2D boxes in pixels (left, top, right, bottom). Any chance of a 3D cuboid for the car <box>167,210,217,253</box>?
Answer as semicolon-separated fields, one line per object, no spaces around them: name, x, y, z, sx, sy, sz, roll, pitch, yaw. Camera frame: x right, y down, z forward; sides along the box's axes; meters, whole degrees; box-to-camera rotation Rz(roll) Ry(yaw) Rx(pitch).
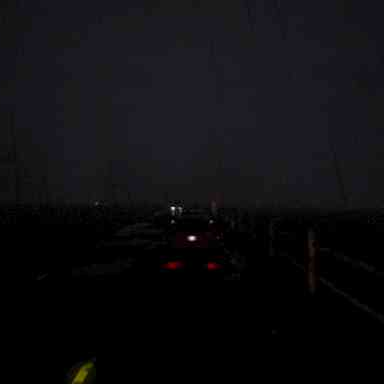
car;0.004;1.700;14.308;1.994;1.385;4.181;0;-1;0

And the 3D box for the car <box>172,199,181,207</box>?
car;-2.758;2.171;64.677;1.837;1.490;4.892;0;-1;0

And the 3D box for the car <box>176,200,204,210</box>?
car;0.003;1.775;29.314;2.128;1.511;4.902;0;0;0

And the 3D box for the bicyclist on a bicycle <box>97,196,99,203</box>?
bicyclist on a bicycle;-22.601;1.779;79.895;0.582;1.620;1.656;1;0;0
